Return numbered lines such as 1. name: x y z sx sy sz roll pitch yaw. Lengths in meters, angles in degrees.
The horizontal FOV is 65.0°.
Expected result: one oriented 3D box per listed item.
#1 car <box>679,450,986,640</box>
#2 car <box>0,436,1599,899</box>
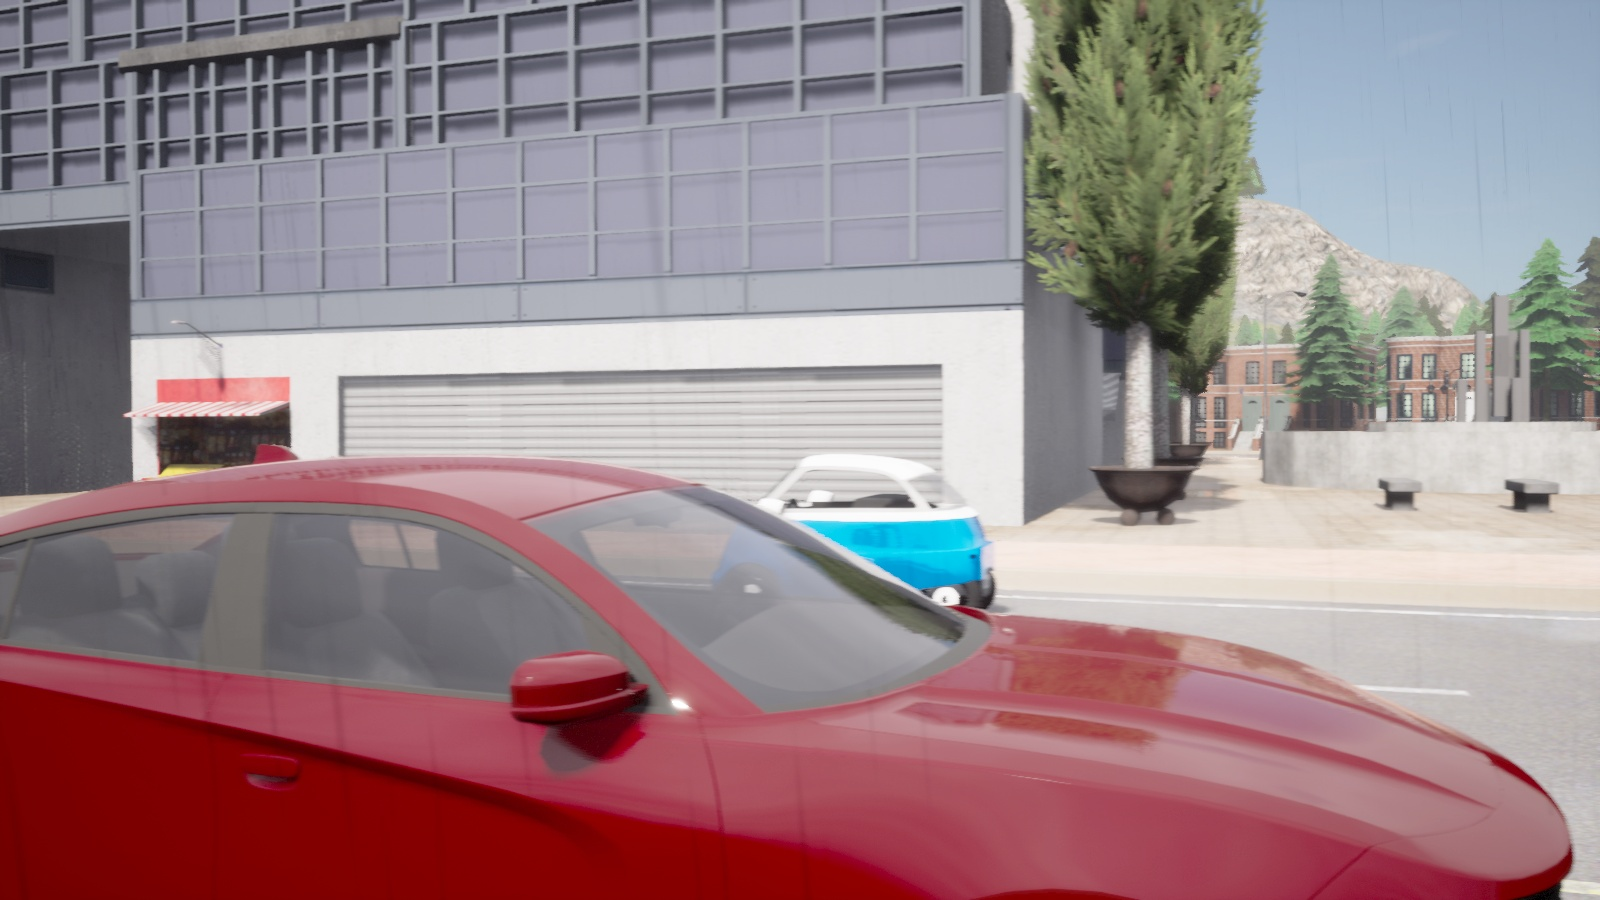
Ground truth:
1. car: 0.316 0.715 10.465 2.207 1.376 1.481 1 1 18
2. car: -0.838 0.746 3.469 5.008 1.535 1.882 1 1 19
